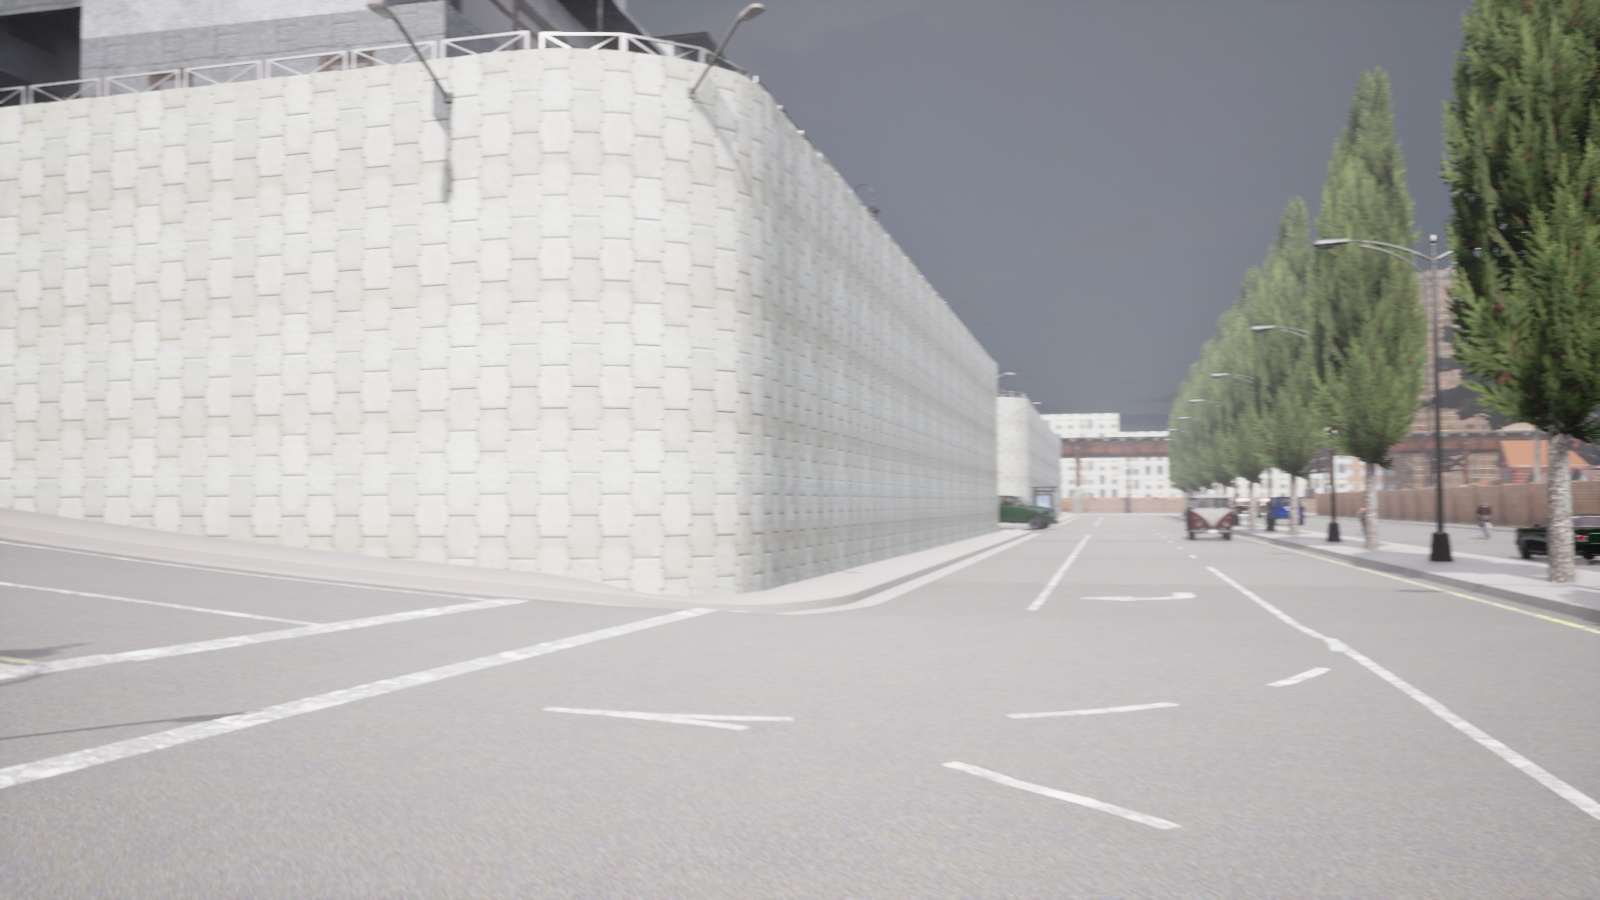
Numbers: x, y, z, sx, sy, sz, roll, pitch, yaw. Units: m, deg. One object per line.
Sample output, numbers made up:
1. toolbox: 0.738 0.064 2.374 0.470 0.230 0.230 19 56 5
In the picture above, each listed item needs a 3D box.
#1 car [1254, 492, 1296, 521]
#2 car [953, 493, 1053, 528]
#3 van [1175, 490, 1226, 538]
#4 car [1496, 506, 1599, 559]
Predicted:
1. car: 34.482 4.099 91.296 2.150 2.045 5.566 -1 -2 14
2. car: 12.245 3.623 75.882 5.566 2.045 2.150 0 -3 25
3. van: 17.465 2.773 54.957 1.775 1.987 4.442 -1 -2 14
4. car: 20.639 2.201 34.024 1.895 1.301 4.718 -1 -2 14
